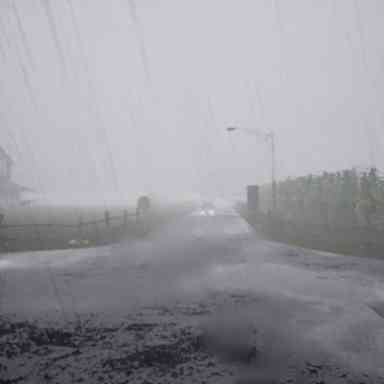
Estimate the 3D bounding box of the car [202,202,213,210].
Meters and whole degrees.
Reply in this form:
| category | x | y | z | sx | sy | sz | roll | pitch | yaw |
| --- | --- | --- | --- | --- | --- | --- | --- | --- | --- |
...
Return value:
| category | x | y | z | sx | sy | sz | roll | pitch | yaw |
| --- | --- | --- | --- | --- | --- | --- | --- | --- | --- |
| car | 2.658 | 2.298 | 56.829 | 1.895 | 1.301 | 4.718 | -1 | -1 | 5 |
